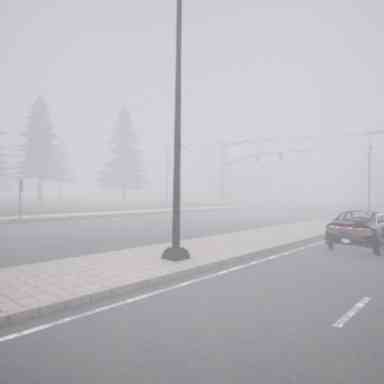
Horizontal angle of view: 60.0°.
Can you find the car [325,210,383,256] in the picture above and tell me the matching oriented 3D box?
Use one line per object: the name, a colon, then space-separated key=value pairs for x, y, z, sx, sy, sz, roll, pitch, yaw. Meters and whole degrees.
car: x=6.957 y=1.491 z=13.394 sx=2.128 sy=1.511 sz=4.902 roll=1 pitch=1 yaw=41
